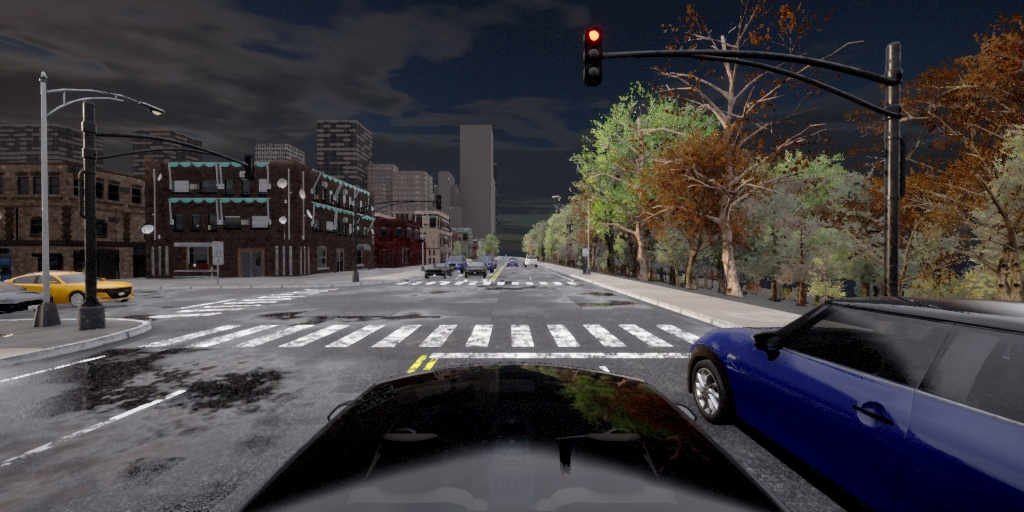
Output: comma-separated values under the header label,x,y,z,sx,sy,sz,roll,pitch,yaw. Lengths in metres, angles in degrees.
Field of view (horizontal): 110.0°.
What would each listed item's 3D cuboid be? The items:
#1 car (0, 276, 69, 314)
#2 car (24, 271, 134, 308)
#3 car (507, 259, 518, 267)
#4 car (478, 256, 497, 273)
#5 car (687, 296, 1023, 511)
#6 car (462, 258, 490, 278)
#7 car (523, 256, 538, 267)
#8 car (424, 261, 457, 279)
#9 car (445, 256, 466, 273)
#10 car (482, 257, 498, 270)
label,x,y,z,sx,sy,sz,roll,pitch,yaw
car,-19.946,1.564,13.347,4.313,1.339,1.948,0,0,0
car,-20.008,1.450,16.042,5.008,1.535,1.882,-1,1,-1
car,0.105,1.252,64.545,1.812,1.442,4.674,0,0,0
car,-3.338,0.957,44.035,2.150,2.045,5.566,0,0,0
car,3.351,1.102,2.888,2.097,1.767,4.553,0,0,0
car,-3.344,1.217,34.003,1.882,1.535,5.008,0,0,-2
car,3.358,0.948,63.696,2.150,2.045,5.566,0,0,0
car,-6.598,1.341,32.772,1.895,1.301,4.718,0,0,0
car,-6.579,0.957,42.530,2.150,2.045,5.566,0,0,0
car,-3.327,1.083,54.306,2.097,1.767,4.553,0,0,0
